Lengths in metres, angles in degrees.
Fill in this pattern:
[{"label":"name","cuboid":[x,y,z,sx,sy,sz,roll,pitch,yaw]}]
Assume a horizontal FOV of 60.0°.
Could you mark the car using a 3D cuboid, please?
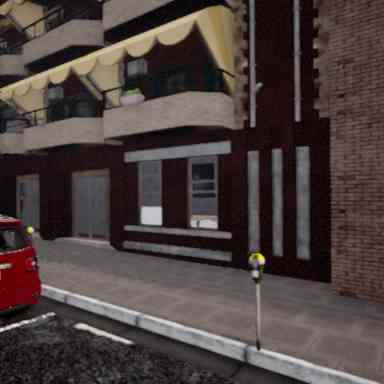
[{"label":"car","cuboid":[-4.832,1.302,6.175,5.009,1.841,2.192,0,-1,35]}]
